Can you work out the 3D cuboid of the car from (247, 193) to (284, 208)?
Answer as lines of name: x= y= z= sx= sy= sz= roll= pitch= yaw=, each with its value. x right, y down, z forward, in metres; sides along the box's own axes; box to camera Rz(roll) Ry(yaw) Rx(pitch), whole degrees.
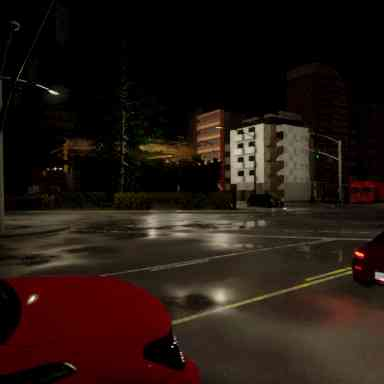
car: x=8.616 y=0.943 z=39.342 sx=2.097 sy=1.767 sz=4.553 roll=-1 pitch=1 yaw=-35

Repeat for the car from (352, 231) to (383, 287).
car: x=5.544 y=1.433 z=7.715 sx=4.674 sy=1.442 sz=1.812 roll=-1 pitch=1 yaw=-35

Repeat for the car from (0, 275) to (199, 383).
car: x=-2.599 y=1.221 z=1.885 sx=5.566 sy=2.045 sz=2.150 roll=0 pitch=0 yaw=-35
